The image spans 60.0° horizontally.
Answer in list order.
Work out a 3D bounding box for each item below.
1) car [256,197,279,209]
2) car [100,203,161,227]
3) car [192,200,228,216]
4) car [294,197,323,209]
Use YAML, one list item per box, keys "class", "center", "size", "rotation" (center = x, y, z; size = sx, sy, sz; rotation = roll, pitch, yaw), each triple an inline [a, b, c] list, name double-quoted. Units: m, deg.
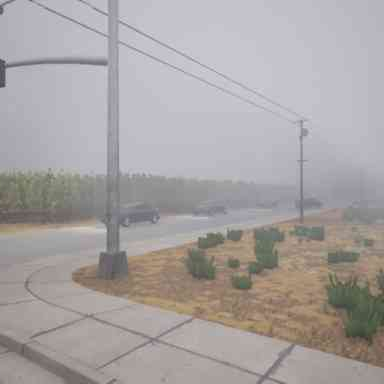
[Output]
- class: "car"
  center: [10.537, 1.540, 46.084]
  size: [1.837, 1.490, 4.892]
  rotation: [0, 0, 33]
- class: "car"
  center: [-4.154, 1.531, 23.225]
  size: [1.837, 1.490, 4.892]
  rotation: [0, 0, 33]
- class: "car"
  center: [1.841, 1.532, 32.590]
  size: [1.837, 1.490, 4.892]
  rotation: [0, 0, 32]
- class: "car"
  center: [16.120, 1.532, 45.912]
  size: [4.892, 1.490, 1.837]
  rotation: [0, 0, -38]
